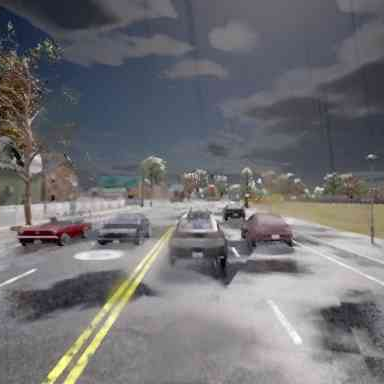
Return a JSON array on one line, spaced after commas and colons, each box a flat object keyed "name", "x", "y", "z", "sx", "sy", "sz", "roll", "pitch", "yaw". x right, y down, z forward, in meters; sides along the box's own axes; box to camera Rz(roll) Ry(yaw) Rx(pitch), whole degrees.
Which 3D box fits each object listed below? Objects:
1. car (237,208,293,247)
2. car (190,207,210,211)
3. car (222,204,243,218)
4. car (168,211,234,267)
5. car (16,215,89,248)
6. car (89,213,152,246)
[{"name": "car", "x": 3.534, "y": 1.735, "z": 16.158, "sx": 1.812, "sy": 1.442, "sz": 4.674, "roll": 0, "pitch": -1, "yaw": 1}, {"name": "car", "x": 0.618, "y": 1.977, "z": 28.846, "sx": 1.895, "sy": 1.301, "sz": 4.718, "roll": 0, "pitch": -1, "yaw": 2}, {"name": "car", "x": 3.999, "y": 1.896, "z": 32.102, "sx": 1.882, "sy": 1.535, "sz": 5.008, "roll": 0, "pitch": -1, "yaw": 2}, {"name": "car", "x": 0.209, "y": 1.647, "z": 12.045, "sx": 2.128, "sy": 1.511, "sz": 4.902, "roll": 0, "pitch": -1, "yaw": 1}, {"name": "car", "x": -6.431, "y": 1.809, "z": 16.131, "sx": 1.895, "sy": 1.301, "sz": 4.718, "roll": 0, "pitch": -1, "yaw": 1}, {"name": "car", "x": -3.169, "y": 1.764, "z": 16.742, "sx": 2.033, "sy": 1.411, "sz": 5.357, "roll": 0, "pitch": -1, "yaw": 1}]
